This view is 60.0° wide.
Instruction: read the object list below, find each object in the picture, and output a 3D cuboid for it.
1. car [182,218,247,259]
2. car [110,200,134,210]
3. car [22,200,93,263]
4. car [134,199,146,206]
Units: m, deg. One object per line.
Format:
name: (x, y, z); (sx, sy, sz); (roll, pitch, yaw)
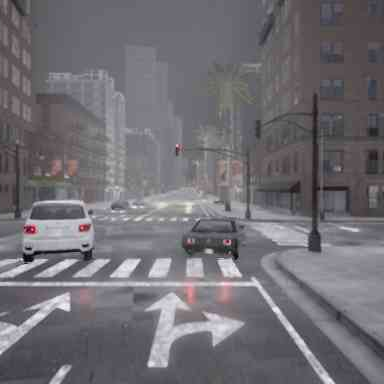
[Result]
car: (1.074, 1.672, 13.075); (1.895, 1.301, 4.718); (0, 0, 13)
car: (-9.825, 1.756, 46.033); (2.033, 1.411, 5.357); (0, 0, 0)
car: (-4.962, 1.299, 12.586); (2.150, 2.045, 5.566); (0, 0, -20)
car: (-9.765, 1.869, 61.764); (1.895, 1.301, 4.718); (0, 0, 1)
